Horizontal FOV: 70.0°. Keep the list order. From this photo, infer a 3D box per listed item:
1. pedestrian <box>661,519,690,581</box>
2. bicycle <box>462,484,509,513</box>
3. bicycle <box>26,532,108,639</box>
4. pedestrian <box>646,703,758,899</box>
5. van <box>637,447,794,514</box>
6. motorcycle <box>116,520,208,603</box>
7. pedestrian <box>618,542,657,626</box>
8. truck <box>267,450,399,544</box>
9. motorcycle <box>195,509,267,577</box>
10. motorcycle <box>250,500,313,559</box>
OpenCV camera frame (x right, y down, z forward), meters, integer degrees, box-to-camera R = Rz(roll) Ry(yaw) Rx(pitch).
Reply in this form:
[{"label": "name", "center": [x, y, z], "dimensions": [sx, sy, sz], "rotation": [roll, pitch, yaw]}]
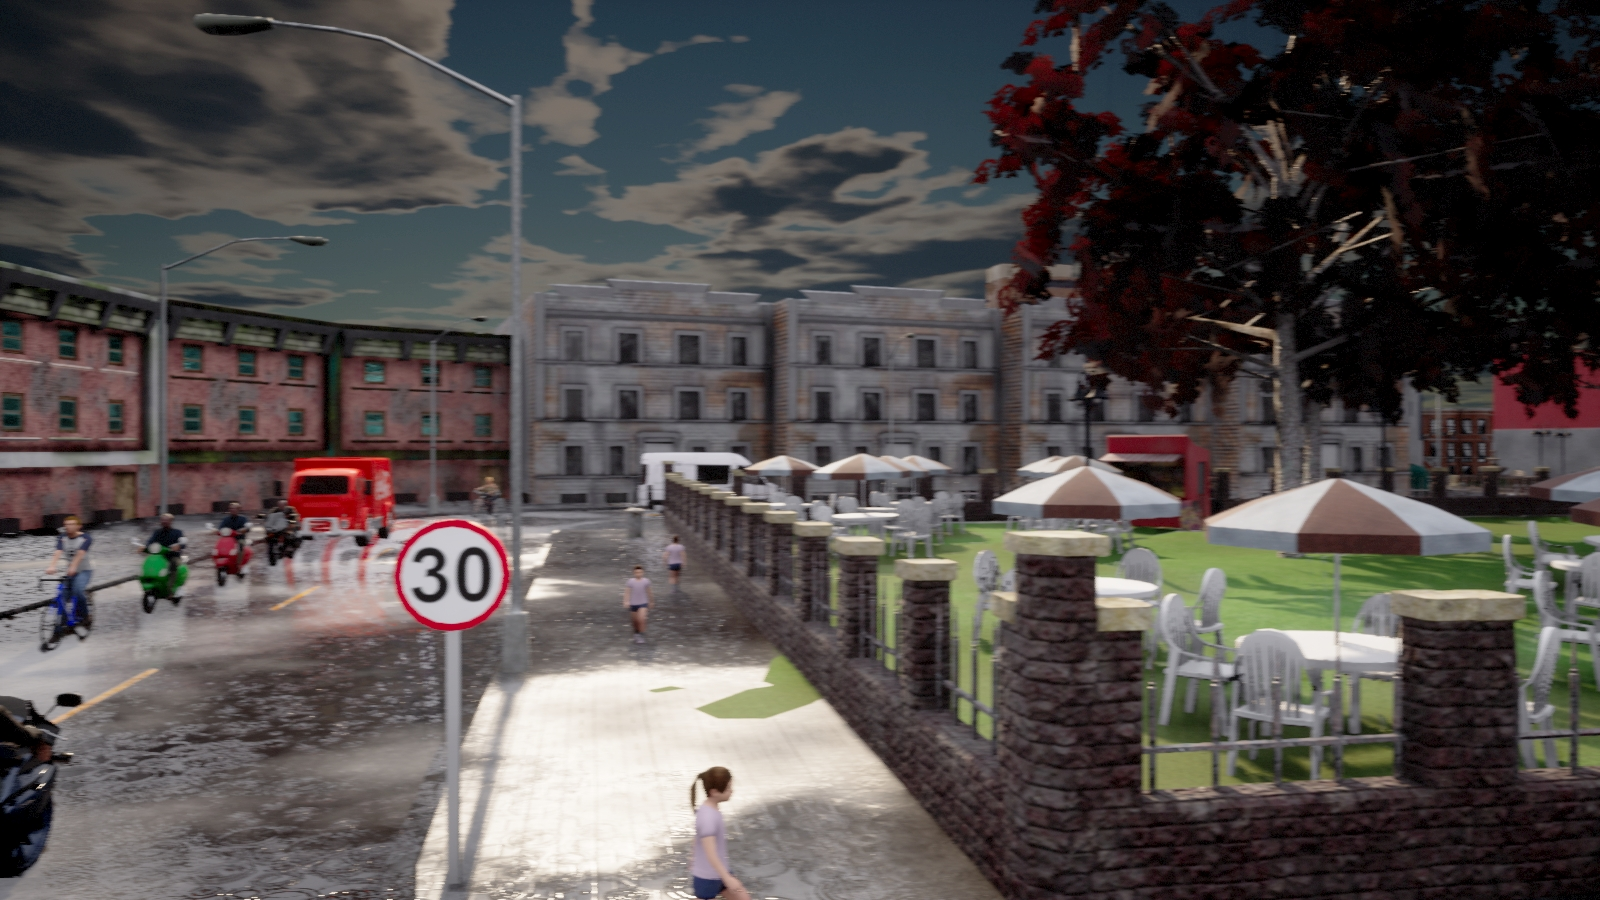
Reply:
[{"label": "pedestrian", "center": [-2.298, 1.833, 21.090], "dimensions": [0.500, 1.100, 0.500], "rotation": [0, 0, -10]}, {"label": "bicycle", "center": [-12.192, 1.882, 44.330], "dimensions": [0.859, 1.080, 1.487], "rotation": [2, -1, 35]}, {"label": "bicycle", "center": [-10.319, 1.874, 16.123], "dimensions": [0.373, 1.296, 1.643], "rotation": [0, 0, -10]}, {"label": "pedestrian", "center": [-0.481, 1.876, 5.730], "dimensions": [0.500, 1.100, 0.500], "rotation": [0, 0, 2]}, {"label": "van", "center": [-3.372, 1.165, 45.427], "dimensions": [5.915, 2.561, 1.988], "rotation": [0, 0, -18]}, {"label": "motorcycle", "center": [-10.969, 1.888, 19.712], "dimensions": [0.856, 1.236, 1.805], "rotation": [0, 0, -10]}, {"label": "pedestrian", "center": [-2.237, 1.843, 15.791], "dimensions": [0.500, 1.100, 0.500], "rotation": [0, 0, -4]}, {"label": "truck", "center": [-13.286, 1.230, 32.922], "dimensions": [2.627, 2.467, 5.204], "rotation": [0, 0, -12]}, {"label": "motorcycle", "center": [-11.639, 1.875, 23.436], "dimensions": [0.856, 1.236, 1.805], "rotation": [0, 0, -10]}, {"label": "motorcycle", "center": [-12.431, 1.885, 27.460], "dimensions": [0.867, 1.251, 2.209], "rotation": [0, 0, -11]}]
